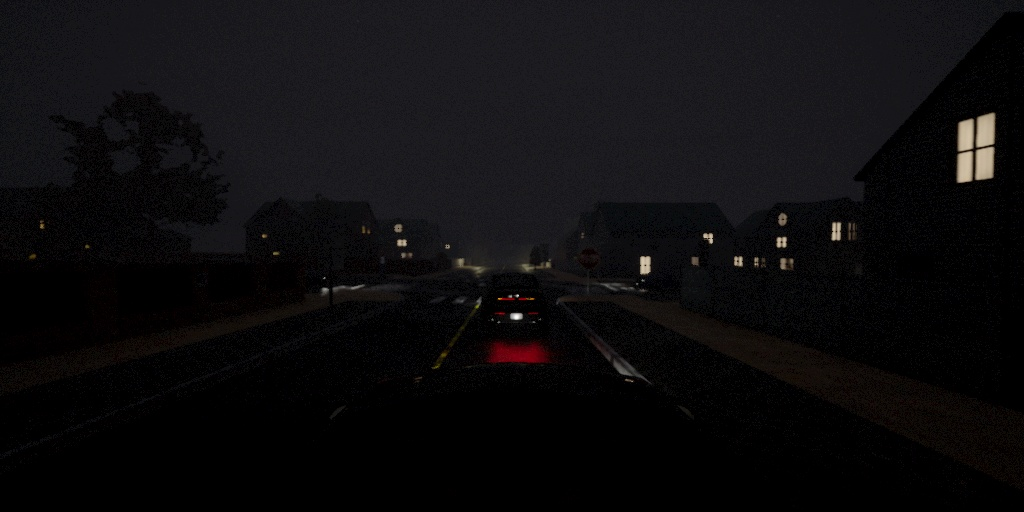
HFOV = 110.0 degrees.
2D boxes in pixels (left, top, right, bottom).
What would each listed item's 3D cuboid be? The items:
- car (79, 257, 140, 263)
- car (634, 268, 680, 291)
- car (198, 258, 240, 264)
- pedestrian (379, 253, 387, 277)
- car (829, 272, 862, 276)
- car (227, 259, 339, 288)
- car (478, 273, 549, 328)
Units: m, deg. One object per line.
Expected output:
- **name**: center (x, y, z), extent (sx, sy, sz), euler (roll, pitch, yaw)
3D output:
- **car**: center (-23.585, 0.843, 21.343), extent (4.892, 1.490, 1.837), euler (1, 1, 1)
- **car**: center (10.986, 1.535, 23.776), extent (5.357, 1.411, 2.033), euler (1, 1, 1)
- **car**: center (-19.803, 0.853, 24.235), extent (4.892, 1.490, 1.837), euler (1, 1, 1)
- **pedestrian**: center (-9.683, 0.632, 26.974), extent (0.375, 1.860, 0.375), euler (0, 0, 1)
- **car**: center (21.579, 1.783, 23.579), extent (4.181, 1.385, 1.994), euler (1, 1, 1)
- **car**: center (-13.247, 1.096, 21.179), extent (5.357, 1.411, 2.033), euler (1, 1, 1)
- **car**: center (0.002, 1.259, 11.377), extent (1.837, 1.490, 4.892), euler (0, 0, -3)
